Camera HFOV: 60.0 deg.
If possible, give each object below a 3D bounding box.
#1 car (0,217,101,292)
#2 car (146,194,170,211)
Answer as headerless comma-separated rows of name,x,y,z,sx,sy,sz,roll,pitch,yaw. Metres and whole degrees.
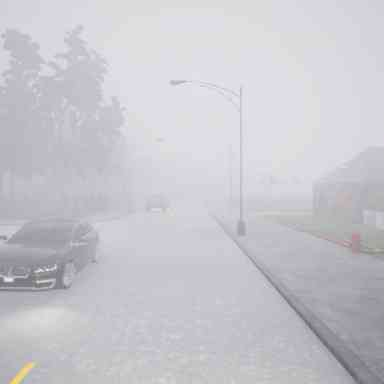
car,-3.791,1.505,9.089,1.837,1.490,4.892,3,0,-3
car,-4.227,1.221,40.326,2.150,2.045,5.566,0,0,0
